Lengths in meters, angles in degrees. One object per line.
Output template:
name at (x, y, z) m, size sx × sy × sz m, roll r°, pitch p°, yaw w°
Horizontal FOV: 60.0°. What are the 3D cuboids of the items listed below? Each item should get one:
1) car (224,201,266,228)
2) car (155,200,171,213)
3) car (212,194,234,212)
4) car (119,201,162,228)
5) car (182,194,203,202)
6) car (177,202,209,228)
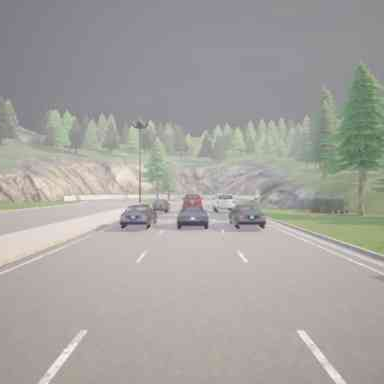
car at (3.566, 1.548, 22.082) m, size 2.033 × 1.411 × 5.357 m, roll 0°, pitch 0°, yaw 0°
car at (-3.437, 1.547, 36.676) m, size 2.033 × 1.411 × 5.357 m, roll 0°, pitch 0°, yaw 0°
car at (3.572, 1.222, 37.976) m, size 2.150 × 2.045 × 5.566 m, roll 0°, pitch 0°, yaw 0°
car at (-3.434, 1.548, 22.074) m, size 2.033 × 1.411 × 5.357 m, roll 0°, pitch 0°, yaw 0°
car at (0.072, 1.221, 38.048) m, size 2.150 × 2.045 × 5.566 m, roll 0°, pitch 0°, yaw 1°
car at (0.066, 1.564, 21.981) m, size 1.994 × 1.385 × 4.181 m, roll 0°, pitch 0°, yaw 1°
